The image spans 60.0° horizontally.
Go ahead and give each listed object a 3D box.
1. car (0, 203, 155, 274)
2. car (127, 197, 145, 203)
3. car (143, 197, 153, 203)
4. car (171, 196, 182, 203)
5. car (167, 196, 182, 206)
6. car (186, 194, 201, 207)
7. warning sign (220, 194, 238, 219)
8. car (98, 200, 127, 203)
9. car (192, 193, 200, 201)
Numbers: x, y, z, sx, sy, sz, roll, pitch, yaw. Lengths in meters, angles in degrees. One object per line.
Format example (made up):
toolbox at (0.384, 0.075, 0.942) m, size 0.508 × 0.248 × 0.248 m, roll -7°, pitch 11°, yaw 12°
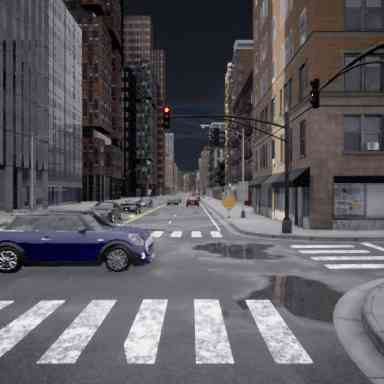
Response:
car at (-3.445, 1.350, 10.106) m, size 4.553 × 1.767 × 2.097 m, roll 0°, pitch 0°, yaw 0°
car at (-6.596, 1.570, 35.413) m, size 1.994 × 1.385 × 4.181 m, roll 0°, pitch 0°, yaw 0°
car at (-6.578, 1.503, 46.511) m, size 2.128 × 1.511 × 4.902 m, roll 0°, pitch 0°, yaw 0°
car at (-3.142, 1.573, 69.676) m, size 2.033 × 1.411 × 5.357 m, roll 0°, pitch 0°, yaw 0°
car at (-3.140, 1.617, 56.096) m, size 1.895 × 1.301 × 4.718 m, roll 0°, pitch 0°, yaw 0°
car at (0.110, 1.491, 51.851) m, size 1.882 × 1.535 × 5.008 m, roll 0°, pitch 0°, yaw 0°
warning sign at (2.858, 1.118, 25.685) m, size 1.300 × 1.860 × 1.060 m, roll 0°, pitch 0°, yaw 0°
car at (-6.595, 1.507, 25.490) m, size 1.837 × 1.490 × 4.892 m, roll 0°, pitch 0°, yaw 0°
car at (0.990, 1.268, 85.720) m, size 2.150 × 2.045 × 5.566 m, roll 0°, pitch 0°, yaw 0°
